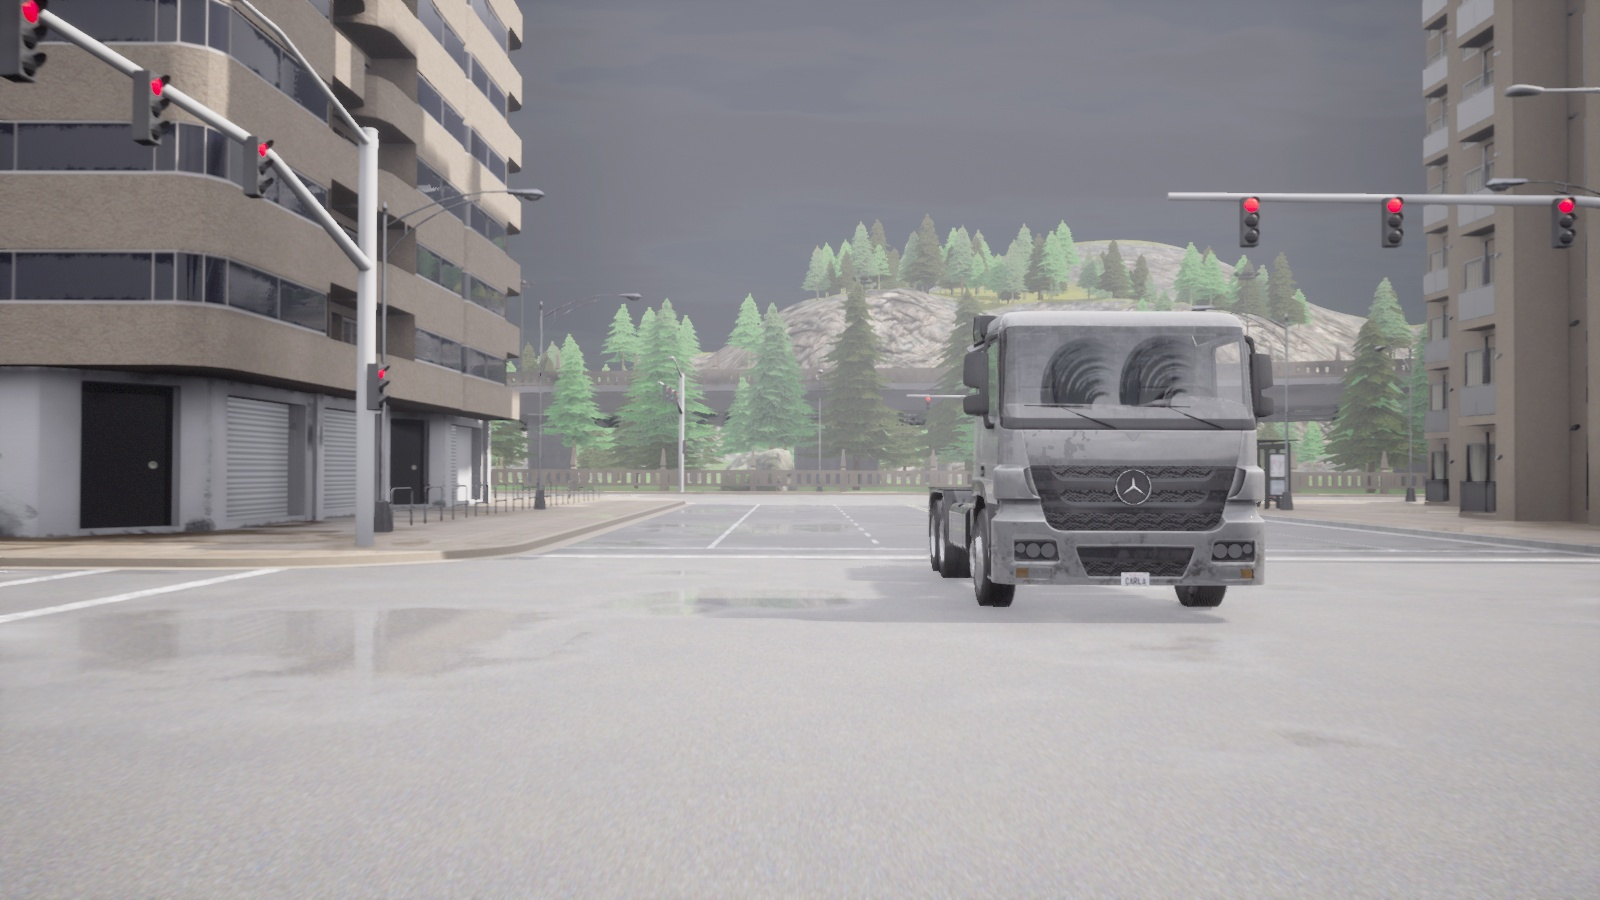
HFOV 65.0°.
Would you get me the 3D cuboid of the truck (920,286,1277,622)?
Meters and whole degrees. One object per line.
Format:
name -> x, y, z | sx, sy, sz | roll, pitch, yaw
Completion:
truck -> 3.457, 0.102, 16.937 | 2.891, 3.462, 7.936 | 0, -1, 0
